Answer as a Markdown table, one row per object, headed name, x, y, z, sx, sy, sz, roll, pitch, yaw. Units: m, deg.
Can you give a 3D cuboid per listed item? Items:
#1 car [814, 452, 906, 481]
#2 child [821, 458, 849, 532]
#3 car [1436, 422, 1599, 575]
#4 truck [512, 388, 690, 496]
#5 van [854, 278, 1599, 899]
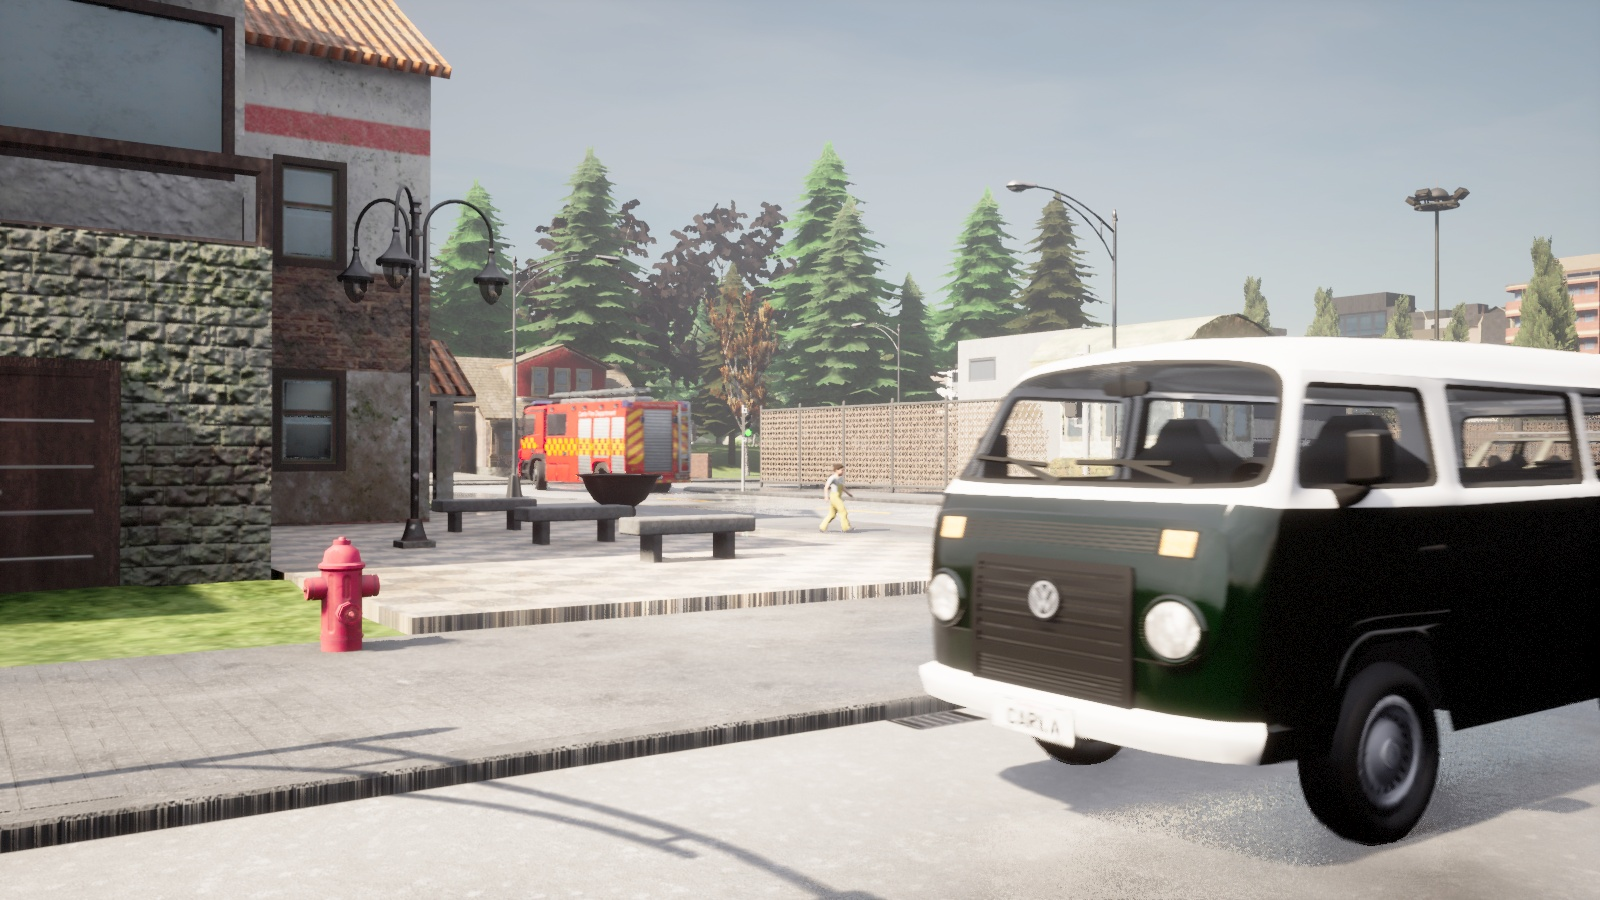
| name | x | y | z | sx | sy | sz | roll | pitch | yaw |
| --- | --- | --- | --- | --- | --- | --- | --- | --- | --- |
| car | 3.182 | 0.847 | 66.232 | 4.514 | 1.525 | 2.007 | 0 | 0 | -35 |
| child | 0.609 | 0.779 | 21.794 | 0.437 | 1.263 | 0.270 | 0 | 0 | 18 |
| car | 10.680 | 0.577 | 15.559 | 1.932 | 1.855 | 4.605 | -1 | 0 | -40 |
| truck | -7.847 | -0.285 | 48.418 | 2.891 | 3.827 | 8.468 | -1 | 0 | -39 |
| van | 2.679 | 0.477 | 6.084 | 4.480 | 2.038 | 2.069 | 0 | 0 | -35 |
